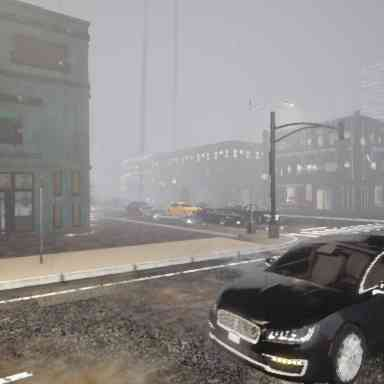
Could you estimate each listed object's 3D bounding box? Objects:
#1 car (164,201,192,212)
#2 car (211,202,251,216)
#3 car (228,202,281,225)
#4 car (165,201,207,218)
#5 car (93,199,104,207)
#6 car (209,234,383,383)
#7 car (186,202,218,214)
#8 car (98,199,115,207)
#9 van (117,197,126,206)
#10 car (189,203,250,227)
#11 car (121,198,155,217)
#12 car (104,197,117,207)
[{"bbox_3d":[-1.991,1.966,46.050,1.802,1.307,4.206,-1,0,-35],"label":"car"},{"bbox_3d":[4.291,1.809,36.937,2.008,1.369,4.403,-2,0,-35],"label":"car"},{"bbox_3d":[4.769,1.702,26.075,2.128,1.511,4.902,-1,0,-33],"label":"car"},{"bbox_3d":[-0.917,1.803,34.305,1.882,1.535,5.008,-1,0,-34],"label":"car"},{"bbox_3d":[-19.488,2.189,66.864,2.128,1.511,4.902,-1,0,-35],"label":"car"},{"bbox_3d":[2.503,1.504,5.383,4.892,1.490,1.837,0,0,-35],"label":"car"},{"bbox_3d":[1.150,1.903,41.494,1.802,1.307,4.206,-1,0,-35],"label":"car"},{"bbox_3d":[-17.703,2.227,68.835,1.887,1.381,4.507,-1,0,-35],"label":"car"},{"bbox_3d":[-11.424,1.907,59.721,1.690,1.788,3.998,-1,0,-35],"label":"van"},{"bbox_3d":[2.028,1.814,25.242,1.947,1.339,4.313,-1,0,-35],"label":"car"},{"bbox_3d":[-5.752,1.846,36.735,1.967,1.590,4.097,-1,0,-35],"label":"car"},{"bbox_3d":[-14.566,1.940,64.278,2.192,1.841,5.009,-1,0,-35],"label":"car"}]
